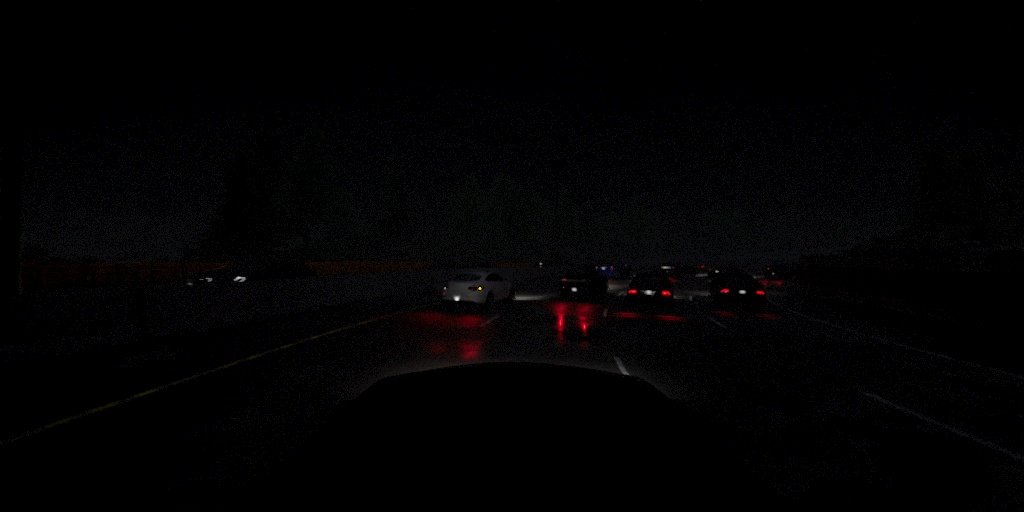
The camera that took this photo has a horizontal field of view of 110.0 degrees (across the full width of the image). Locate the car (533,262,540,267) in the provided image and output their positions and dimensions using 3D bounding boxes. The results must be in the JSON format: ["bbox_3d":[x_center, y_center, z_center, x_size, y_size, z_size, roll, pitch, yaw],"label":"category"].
[{"bbox_3d":[5.320,1.125,53.870,4.553,1.767,2.097,0,0,-36],"label":"car"}]

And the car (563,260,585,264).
[{"bbox_3d":[9.505,1.400,48.135,4.718,1.301,1.895,0,0,-37],"label":"car"}]

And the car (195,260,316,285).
[{"bbox_3d":[-11.723,1.009,17.143,2.097,1.767,4.553,1,0,17],"label":"car"}]

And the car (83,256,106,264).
[{"bbox_3d":[-47.934,0.752,39.965,1.882,1.535,5.008,1,-1,-20],"label":"car"}]

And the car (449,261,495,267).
[{"bbox_3d":[-3.466,1.281,34.617,1.837,1.490,4.892,0,0,35],"label":"car"}]

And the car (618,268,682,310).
[{"bbox_3d":[6.210,1.447,15.970,2.033,1.411,5.357,1,0,23],"label":"car"}]

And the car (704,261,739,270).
[{"bbox_3d":[20.628,1.425,34.465,4.181,1.385,1.994,0,0,-36],"label":"car"}]

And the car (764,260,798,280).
[{"bbox_3d":[25.584,1.357,33.677,4.902,1.511,2.128,0,0,-34],"label":"car"}]

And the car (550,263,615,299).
[{"bbox_3d":[3.900,1.347,19.037,2.128,1.511,4.902,0,0,24],"label":"car"}]

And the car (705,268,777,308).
[{"bbox_3d":[10.352,1.494,16.675,2.033,1.411,5.357,1,0,26],"label":"car"}]

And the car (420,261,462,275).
[{"bbox_3d":[-7.977,1.257,40.615,1.812,1.442,4.674,0,0,37],"label":"car"}]

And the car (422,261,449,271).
[{"bbox_3d":[-6.632,1.254,36.165,1.837,1.490,4.892,0,0,35],"label":"car"}]

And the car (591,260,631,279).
[{"bbox_3d":[9.759,1.177,34.167,2.097,1.767,4.553,1,1,42],"label":"car"}]

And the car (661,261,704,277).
[{"bbox_3d":[16.812,1.333,36.006,4.902,1.511,2.128,0,0,-39],"label":"car"}]

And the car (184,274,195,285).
[{"bbox_3d":[-14.689,1.121,19.480,2.128,1.511,4.902,1,0,17],"label":"car"}]

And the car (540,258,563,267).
[{"bbox_3d":[6.751,1.291,50.379,4.892,1.490,1.837,1,0,-37],"label":"car"}]

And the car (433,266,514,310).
[{"bbox_3d":[-1.303,1.322,15.088,1.812,1.442,4.674,0,-1,17],"label":"car"}]

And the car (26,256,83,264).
[{"bbox_3d":[-40.814,0.807,31.309,1.882,1.535,5.008,1,0,-23],"label":"car"}]
